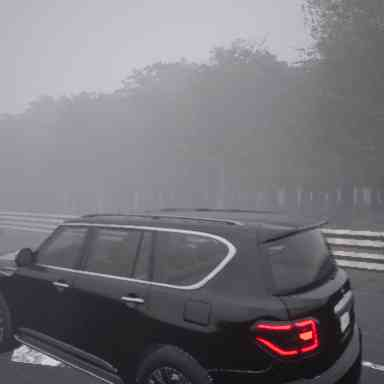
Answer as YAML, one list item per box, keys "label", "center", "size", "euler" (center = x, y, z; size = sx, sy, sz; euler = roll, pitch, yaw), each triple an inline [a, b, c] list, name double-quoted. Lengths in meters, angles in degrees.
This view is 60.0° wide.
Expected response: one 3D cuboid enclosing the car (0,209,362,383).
- label: "car"
  center: [-0.791, 1.263, 4.565]
  size: [5.566, 2.045, 2.150]
  euler: [-1, 0, 36]
